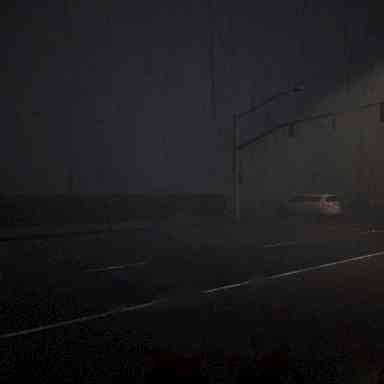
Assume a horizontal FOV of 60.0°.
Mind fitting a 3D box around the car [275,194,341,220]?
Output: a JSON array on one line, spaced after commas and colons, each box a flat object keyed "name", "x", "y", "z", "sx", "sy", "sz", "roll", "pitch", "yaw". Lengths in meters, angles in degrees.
[{"name": "car", "x": 9.797, "y": 1.221, "z": 28.391, "sx": 2.150, "sy": 2.045, "sz": 5.566, "roll": 0, "pitch": 0, "yaw": -36}]

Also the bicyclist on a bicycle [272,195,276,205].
[{"name": "bicyclist on a bicycle", "x": 13.420, "y": 1.300, "z": 54.421, "sx": 0.582, "sy": 1.620, "sz": 1.656, "roll": 0, "pitch": 0, "yaw": 21}]

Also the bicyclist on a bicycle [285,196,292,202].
[{"name": "bicyclist on a bicycle", "x": 14.422, "y": 1.453, "z": 49.513, "sx": 1.656, "sy": 1.620, "sz": 0.582, "roll": 0, "pitch": 0, "yaw": -23}]
